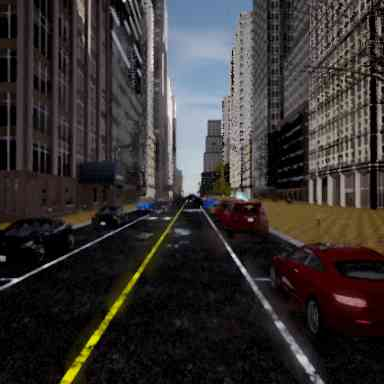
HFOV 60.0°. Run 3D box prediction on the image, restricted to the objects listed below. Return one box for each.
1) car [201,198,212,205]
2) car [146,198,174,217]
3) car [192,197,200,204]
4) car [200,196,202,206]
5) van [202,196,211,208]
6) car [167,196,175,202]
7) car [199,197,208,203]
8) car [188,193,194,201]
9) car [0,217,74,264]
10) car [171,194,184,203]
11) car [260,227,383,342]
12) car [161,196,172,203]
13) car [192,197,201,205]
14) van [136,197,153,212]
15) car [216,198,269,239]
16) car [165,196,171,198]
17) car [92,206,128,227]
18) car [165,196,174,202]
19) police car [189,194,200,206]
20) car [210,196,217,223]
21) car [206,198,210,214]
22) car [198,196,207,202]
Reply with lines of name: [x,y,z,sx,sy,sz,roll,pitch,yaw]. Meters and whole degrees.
car: [2.690,1.778,63.238,2.008,1.369,4.403,0,0,0]
car: [-3.097,1.643,33.211,1.812,1.442,4.674,0,0,0]
car: [0.892,1.772,73.808,1.837,1.490,4.892,0,0,0]
car: [2.691,1.736,51.860,2.008,1.369,4.403,0,0,0]
van: [2.694,1.506,46.172,1.690,1.788,3.998,0,0,0]
car: [-5.694,1.879,91.704,1.887,1.381,4.507,0,0,0]
car: [2.688,1.842,80.305,2.008,1.369,4.403,0,0,0]
car: [-0.009,1.422,90.962,2.150,2.045,5.566,0,0,0]
car: [-5.686,1.609,12.056,1.947,1.339,4.313,0,0,0]
car: [-3.008,1.436,73.881,2.150,2.045,5.566,0,0,0]
car: [2.695,1.605,6.349,1.802,1.307,4.206,0,0,0]
car: [-5.691,1.710,74.637,1.967,1.590,4.097,0,0,0]
car: [0.892,1.750,67.808,1.837,1.490,4.892,0,0,0]
van: [-5.686,1.485,40.502,1.690,1.788,3.998,0,0,0]
car: [2.696,1.378,17.728,2.192,1.841,5.009,0,0,0]
car: [-5.691,1.778,63.258,2.008,1.369,4.403,0,0,0]
car: [-5.687,1.649,23.435,1.947,1.339,4.313,0,0,0]
car: [-5.693,1.864,86.015,2.008,1.369,4.403,0,0,0]
police car: [0.894,1.633,57.917,1.930,1.638,5.238,0,0,0]
car: [2.696,1.398,23.416,2.192,1.841,5.009,0,0,0]
car: [2.693,1.650,34.963,1.752,1.417,4.829,0,0,0]
car: [2.688,1.753,85.993,1.967,1.590,4.097,0,0,0]
